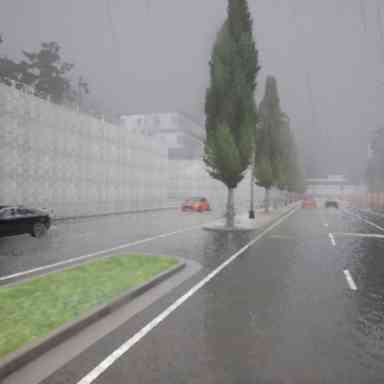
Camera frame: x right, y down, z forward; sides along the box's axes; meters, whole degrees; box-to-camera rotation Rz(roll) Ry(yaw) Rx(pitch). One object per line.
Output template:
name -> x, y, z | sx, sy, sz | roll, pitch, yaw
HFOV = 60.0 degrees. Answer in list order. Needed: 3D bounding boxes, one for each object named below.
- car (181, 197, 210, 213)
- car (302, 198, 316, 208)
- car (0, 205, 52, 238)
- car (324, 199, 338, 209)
car -> 0.445, 1.345, 37.178 | 2.097, 1.767, 4.553 | 1, 0, 21
car -> 19.774, 1.756, 56.090 | 2.097, 1.767, 4.553 | 1, 0, 20
car -> -8.196, 1.308, 14.030 | 2.128, 1.511, 4.902 | 1, 0, 21
car -> 23.546, 1.991, 56.218 | 1.837, 1.490, 4.892 | 1, 0, 20
